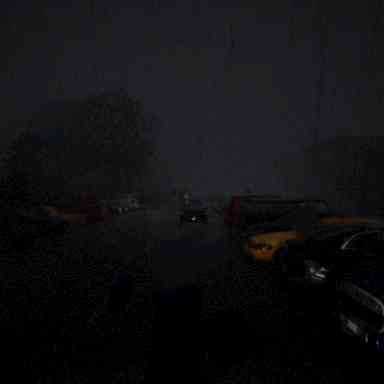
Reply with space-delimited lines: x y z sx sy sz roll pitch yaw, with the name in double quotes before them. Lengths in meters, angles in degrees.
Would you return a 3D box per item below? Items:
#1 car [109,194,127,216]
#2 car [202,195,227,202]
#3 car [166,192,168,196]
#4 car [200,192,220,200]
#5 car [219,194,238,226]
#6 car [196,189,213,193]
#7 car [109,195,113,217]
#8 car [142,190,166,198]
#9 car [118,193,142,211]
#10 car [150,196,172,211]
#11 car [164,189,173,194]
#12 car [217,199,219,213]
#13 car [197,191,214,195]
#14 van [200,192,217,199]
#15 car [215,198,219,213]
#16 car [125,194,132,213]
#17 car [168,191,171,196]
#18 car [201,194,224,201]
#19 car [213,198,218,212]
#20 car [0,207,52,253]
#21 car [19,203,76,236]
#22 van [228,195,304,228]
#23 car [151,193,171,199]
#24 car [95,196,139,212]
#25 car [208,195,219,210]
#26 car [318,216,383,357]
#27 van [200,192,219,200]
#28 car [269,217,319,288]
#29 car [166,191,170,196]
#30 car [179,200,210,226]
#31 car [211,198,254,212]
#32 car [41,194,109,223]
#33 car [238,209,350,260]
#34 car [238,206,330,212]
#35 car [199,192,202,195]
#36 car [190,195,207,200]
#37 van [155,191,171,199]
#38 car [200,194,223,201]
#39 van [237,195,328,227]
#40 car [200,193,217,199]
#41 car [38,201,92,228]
"car" -8.567 1.314 29.757 4.553 1.767 2.185 0 0 0
"car" 4.364 1.224 64.250 4.674 1.452 2.002 0 0 0
"car" -8.192 1.164 69.775 5.008 1.535 2.097 0 0 0
"car" 4.329 1.223 61.423 4.792 1.488 2.163 0 0 0
"car" 4.571 1.206 18.748 5.566 2.045 2.435 0 0 0
"car" 4.434 0.883 78.378 5.566 2.045 2.435 0 0 0
"car" -8.505 1.323 24.312 4.553 1.767 2.185 0 0 0
"car" -8.174 1.048 67.075 4.553 1.767 2.185 0 0 0
"car" -8.564 1.180 35.452 5.566 2.045 2.435 0 0 0
"car" -3.490 1.491 39.419 2.033 1.411 5.357 0 0 0
"car" -8.126 0.864 83.892 5.566 2.045 2.435 0 0 0
"car" 4.550 1.450 24.315 4.892 1.521 2.231 0 0 0
"car" 4.197 1.161 69.902 5.366 1.575 1.946 0 0 0
"van" 4.313 0.876 86.734 4.442 1.987 1.878 0 0 0
"car" 4.573 1.474 27.098 4.792 1.488 2.163 0 0 0
"car" -8.566 1.310 32.542 4.553 1.767 2.185 0 0 0
"car" -8.133 1.154 81.069 4.792 1.488 2.163 0 0 0
"car" 4.395 1.154 72.728 5.008 1.535 2.097 0 0 0
"car" 4.542 1.480 29.881 4.674 1.452 2.002 0 0 0
"car" -8.508 1.496 13.172 4.792 1.488 2.163 0 0 0
"car" -8.543 1.462 15.959 5.008 1.535 2.097 0 0 0
"van" 4.659 1.227 21.407 4.442 1.987 1.878 0 0 0
"car" -8.140 1.102 86.728 5.008 1.535 2.097 0 0 0
"car" -8.503 1.301 38.238 4.553 1.767 2.185 0 0 0
"car" 4.731 1.428 35.447 5.366 1.575 1.946 0 0 0
"car" 4.572 1.351 4.831 4.553 1.767 2.185 0 0 0
"van" 4.297 0.899 81.203 4.442 1.987 1.878 0 0 0
"car" 4.535 1.474 7.616 4.892 1.521 2.231 0 0 0
"car" -8.186 1.145 75.547 4.892 1.521 2.231 0 0 0
"car" 0.104 1.496 23.107 1.812 1.442 4.674 0 0 0
"car" 4.530 1.467 38.089 4.674 1.452 2.002 -1 0 0
"car" -8.565 1.202 21.403 5.566 2.045 2.435 0 0 0
"car" 4.356 1.466 10.399 5.366 1.575 1.946 0 0 0
"car" 4.548 1.467 13.182 4.892 1.521 2.231 0 0 0
"car" 4.372 1.214 67.076 4.674 1.452 2.002 0 0 0
"car" 0.522 1.446 42.369 1.837 1.490 4.892 -1 0 7
"van" -8.008 0.787 92.503 4.442 1.987 1.878 0 1 0
"car" 4.393 1.144 75.552 5.008 1.535 2.097 0 0 0
"van" 4.659 1.236 15.965 4.442 1.987 1.878 0 0 0
"car" 4.449 1.052 92.528 4.674 1.452 2.002 0 1 0
"car" -8.723 1.455 18.618 5.366 1.575 1.946 0 0 0
